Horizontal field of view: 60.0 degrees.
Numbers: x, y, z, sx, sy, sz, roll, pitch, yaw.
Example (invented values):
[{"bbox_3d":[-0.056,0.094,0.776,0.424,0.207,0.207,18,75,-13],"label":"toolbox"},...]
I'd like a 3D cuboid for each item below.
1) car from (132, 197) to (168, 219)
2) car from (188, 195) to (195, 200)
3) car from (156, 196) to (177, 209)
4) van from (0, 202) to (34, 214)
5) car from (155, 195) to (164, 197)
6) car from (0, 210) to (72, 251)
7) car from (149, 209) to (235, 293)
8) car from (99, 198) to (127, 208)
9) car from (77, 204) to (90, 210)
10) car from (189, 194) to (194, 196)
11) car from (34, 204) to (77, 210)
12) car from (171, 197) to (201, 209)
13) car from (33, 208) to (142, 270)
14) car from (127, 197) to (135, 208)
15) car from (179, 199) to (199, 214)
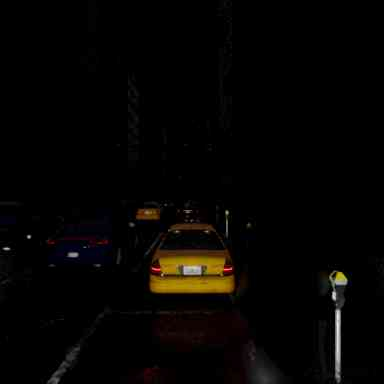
[{"bbox_3d":[-3.146,1.459,25.971,1.801,1.575,5.366,0,0,0],"label":"car"},{"bbox_3d":[-0.237,1.636,95.394,2.008,1.369,4.403,0,0,0],"label":"car"},{"bbox_3d":[-3.046,1.556,41.276,2.033,1.411,5.357,0,0,0],"label":"car"},{"bbox_3d":[-8.815,1.342,14.478,1.690,1.788,3.998,0,0,0],"label":"van"},{"bbox_3d":[-8.782,1.643,84.589,1.802,1.307,4.206,0,0,0],"label":"car"},{"bbox_3d":[-6.245,1.601,13.419,1.895,1.301,4.718,0,0,0],"label":"car"},{"bbox_3d":[0.005,1.457,8.840,1.801,1.575,5.366,0,0,0],"label":"car"},{"bbox_3d":[-8.815,1.573,36.483,1.947,1.339,4.313,0,0,0],"label":"car"},{"bbox_3d":[-8.815,1.585,25.481,1.802,1.307,4.206,0,0,0],"label":"car"},{"bbox_3d":[-0.257,1.501,84.576,1.967,1.590,4.097,0,0,0],"label":"car"},{"bbox_3d":[-8.815,1.568,19.979,1.947,1.339,4.313,0,0,0],"label":"car"},{"bbox_3d":[-0.290,1.443,25.481,1.967,1.590,4.097,0,0,0],"label":"car"},{"bbox_3d":[-3.045,1.478,10.983,1.882,1.535,5.008,0,-1,0],"label":"car"},{"bbox_3d":[-8.815,1.591,41.985,1.802,1.307,4.206,0,0,0],"label":"car"},{"bbox_3d":[-0.290,1.558,36.484,2.008,1.369,4.403,0,0,0],"label":"car"}]
